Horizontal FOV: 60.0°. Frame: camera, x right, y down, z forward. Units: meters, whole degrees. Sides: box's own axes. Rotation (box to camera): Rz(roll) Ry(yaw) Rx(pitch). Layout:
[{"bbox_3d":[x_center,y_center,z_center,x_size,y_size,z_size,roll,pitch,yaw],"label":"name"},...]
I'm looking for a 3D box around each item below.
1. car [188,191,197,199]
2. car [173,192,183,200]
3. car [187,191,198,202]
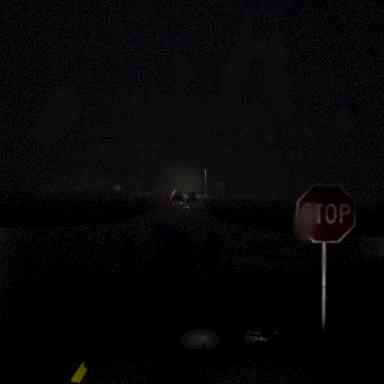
[{"bbox_3d":[0.018,0.653,70.745,1.837,1.490,4.892,0,1,0],"label":"car"},{"bbox_3d":[-2.734,0.835,65.741,1.882,1.535,5.008,0,1,0],"label":"car"},{"bbox_3d":[0.014,0.978,60.714,1.812,1.442,4.674,0,1,0],"label":"car"}]
